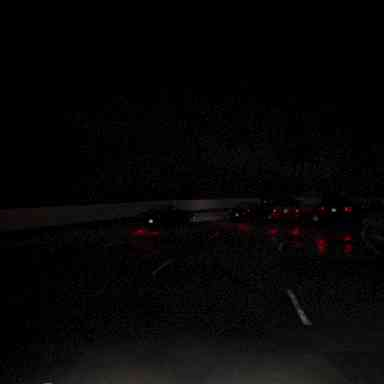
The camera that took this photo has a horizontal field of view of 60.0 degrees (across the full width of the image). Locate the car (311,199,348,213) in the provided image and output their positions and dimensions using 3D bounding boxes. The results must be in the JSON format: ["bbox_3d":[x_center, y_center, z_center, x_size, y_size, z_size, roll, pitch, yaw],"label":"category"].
[{"bbox_3d":[15.685,1.551,37.926,4.181,1.385,1.994,0,0,-36],"label":"car"}]

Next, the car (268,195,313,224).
[{"bbox_3d":[7.670,1.344,24.893,2.097,1.767,4.553,0,0,33],"label":"car"}]

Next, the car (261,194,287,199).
[{"bbox_3d":[10.094,1.207,38.409,5.566,2.045,2.150,0,0,-41],"label":"car"}]

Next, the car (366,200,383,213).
[{"bbox_3d":[19.825,1.552,36.534,4.181,1.385,1.994,0,0,-33],"label":"car"}]

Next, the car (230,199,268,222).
[{"bbox_3d":[4.613,1.517,26.636,1.812,1.442,4.674,0,0,33],"label":"car"}]

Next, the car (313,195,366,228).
[{"bbox_3d":[10.214,1.214,22.742,2.150,2.045,5.566,0,0,33],"label":"car"}]

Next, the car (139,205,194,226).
[{"bbox_3d":[-1.656,1.592,23.432,1.895,1.301,4.718,0,0,26],"label":"car"}]
